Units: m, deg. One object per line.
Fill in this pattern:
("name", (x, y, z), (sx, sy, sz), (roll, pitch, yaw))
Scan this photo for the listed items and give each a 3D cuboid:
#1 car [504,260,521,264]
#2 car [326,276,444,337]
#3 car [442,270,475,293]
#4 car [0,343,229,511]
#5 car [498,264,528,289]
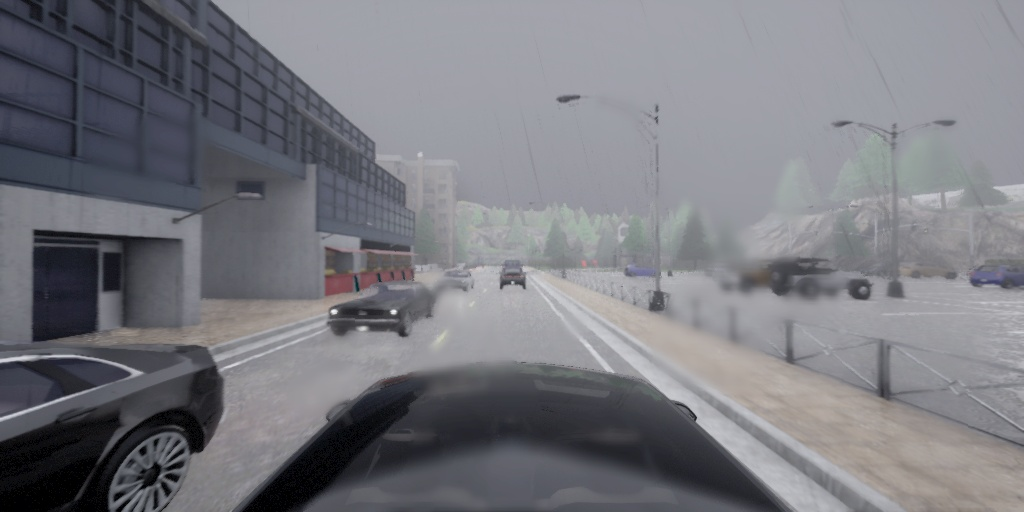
("car", (0.054, 1.393, 38.035), (2.150, 2.045, 5.566), (0, -1, 1))
("car", (-3.544, 1.456, 10.768), (1.895, 1.301, 4.718), (0, -1, 1))
("car", (-3.533, 1.600, 23.090), (1.895, 1.301, 4.718), (0, -1, 0))
("car", (-3.597, 1.237, 1.310), (2.128, 1.511, 4.902), (0, -1, 0))
("car", (0.069, 1.541, 26.225), (1.837, 1.490, 4.892), (0, 0, 0))
